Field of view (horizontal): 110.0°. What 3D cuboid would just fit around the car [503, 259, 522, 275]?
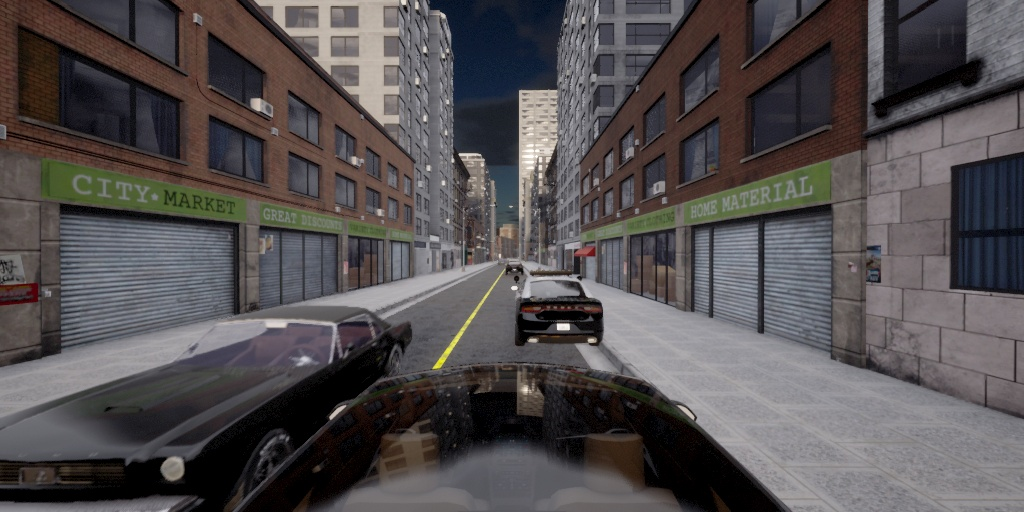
[{"bbox_3d":[0.280,1.248,38.871,1.882,1.535,5.008,0,0,0],"label":"car"}]

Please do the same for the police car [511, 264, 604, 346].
[{"bbox_3d":[1.010,1.176,9.544,1.930,1.638,5.238,0,0,0],"label":"police car"}]

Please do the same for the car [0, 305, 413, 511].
[{"bbox_3d":[-2.730,1.350,4.279,1.895,1.301,4.718,0,0,0],"label":"car"}]
